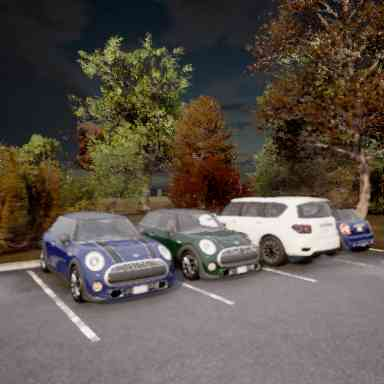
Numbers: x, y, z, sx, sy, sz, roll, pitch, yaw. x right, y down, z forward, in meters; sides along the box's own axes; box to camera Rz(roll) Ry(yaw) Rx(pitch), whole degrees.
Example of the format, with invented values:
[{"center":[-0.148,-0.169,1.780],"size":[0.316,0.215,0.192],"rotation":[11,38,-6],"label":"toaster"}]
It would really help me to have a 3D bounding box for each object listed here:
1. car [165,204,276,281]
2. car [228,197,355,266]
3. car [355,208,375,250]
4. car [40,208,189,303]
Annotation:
[{"center":[-0.060,1.329,10.059],"size":[2.185,1.767,4.553],"rotation":[0,0,-36],"label":"car"},{"center":[2.310,1.190,11.748],"size":[2.435,2.045,5.566],"rotation":[0,0,-36],"label":"car"},{"center":[4.612,1.303,13.318],"size":[2.185,1.767,4.553],"rotation":[0,0,-36],"label":"car"},{"center":[-2.326,1.341,8.441],"size":[2.185,1.767,4.553],"rotation":[0,0,-36],"label":"car"}]
